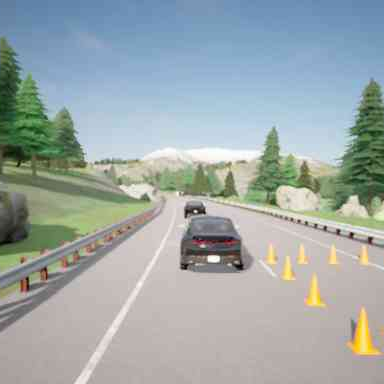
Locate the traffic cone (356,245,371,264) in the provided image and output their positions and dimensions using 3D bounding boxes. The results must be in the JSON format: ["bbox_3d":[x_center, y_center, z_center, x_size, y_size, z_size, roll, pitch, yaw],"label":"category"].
[{"bbox_3d":[5.575,2.010,10.776,0.340,0.580,0.340,1,0,1],"label":"traffic cone"}]

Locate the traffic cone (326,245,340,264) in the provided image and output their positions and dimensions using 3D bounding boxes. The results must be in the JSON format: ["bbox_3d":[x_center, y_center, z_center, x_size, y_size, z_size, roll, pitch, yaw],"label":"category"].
[{"bbox_3d":[4.575,2.001,10.793,0.340,0.580,0.340,1,0,1],"label":"traffic cone"}]

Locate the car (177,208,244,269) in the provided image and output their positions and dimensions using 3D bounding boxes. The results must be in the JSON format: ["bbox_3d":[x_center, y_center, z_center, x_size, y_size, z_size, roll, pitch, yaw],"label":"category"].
[{"bbox_3d":[0.571,1.514,11.158,1.837,1.490,4.892,1,0,0],"label":"car"}]

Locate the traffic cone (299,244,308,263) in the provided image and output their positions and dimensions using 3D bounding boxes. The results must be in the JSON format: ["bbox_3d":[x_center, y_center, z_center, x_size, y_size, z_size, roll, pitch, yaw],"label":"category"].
[{"bbox_3d":[3.576,1.992,10.809,0.340,0.580,0.340,1,0,1],"label":"traffic cone"}]

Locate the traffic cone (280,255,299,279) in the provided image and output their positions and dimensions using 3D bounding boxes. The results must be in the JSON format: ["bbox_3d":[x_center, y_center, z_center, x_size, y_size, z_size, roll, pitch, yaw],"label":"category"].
[{"bbox_3d":[2.543,1.981,8.826,0.340,0.580,0.340,1,0,1],"label":"traffic cone"}]

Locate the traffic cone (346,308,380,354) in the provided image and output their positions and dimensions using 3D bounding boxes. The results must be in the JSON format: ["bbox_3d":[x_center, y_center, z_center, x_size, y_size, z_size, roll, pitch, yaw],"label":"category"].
[{"bbox_3d":[2.478,1.980,4.826,0.340,0.580,0.340,1,0,1],"label":"traffic cone"}]

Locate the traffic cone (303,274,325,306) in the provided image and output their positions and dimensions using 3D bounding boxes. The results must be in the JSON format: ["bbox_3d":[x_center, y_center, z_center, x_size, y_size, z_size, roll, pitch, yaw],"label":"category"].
[{"bbox_3d":[2.510,1.981,6.826,0.340,0.580,0.340,1,0,1],"label":"traffic cone"}]

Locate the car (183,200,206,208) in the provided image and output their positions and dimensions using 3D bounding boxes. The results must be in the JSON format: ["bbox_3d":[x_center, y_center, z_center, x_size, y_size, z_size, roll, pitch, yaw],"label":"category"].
[{"bbox_3d":[0.207,1.489,30.181,1.882,1.535,5.008,1,0,-2],"label":"car"}]

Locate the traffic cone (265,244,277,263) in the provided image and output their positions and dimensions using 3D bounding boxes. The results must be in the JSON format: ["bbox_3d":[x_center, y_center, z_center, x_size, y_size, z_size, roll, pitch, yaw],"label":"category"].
[{"bbox_3d":[2.576,1.982,10.826,0.340,0.580,0.340,1,0,1],"label":"traffic cone"}]
